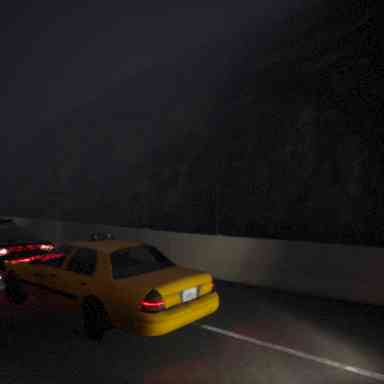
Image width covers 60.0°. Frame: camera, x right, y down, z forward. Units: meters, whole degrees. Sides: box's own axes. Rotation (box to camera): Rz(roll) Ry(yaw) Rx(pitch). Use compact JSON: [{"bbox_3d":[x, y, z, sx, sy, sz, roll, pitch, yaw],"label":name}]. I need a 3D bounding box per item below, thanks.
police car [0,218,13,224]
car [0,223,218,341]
[{"bbox_3d":[-6.213,1.646,10.234,5.238,1.638,1.930,-1,-2,40],"label":"police car"},{"bbox_3d":[-2.037,1.606,6.791,5.366,1.575,1.801,-1,-2,39],"label":"car"}]
